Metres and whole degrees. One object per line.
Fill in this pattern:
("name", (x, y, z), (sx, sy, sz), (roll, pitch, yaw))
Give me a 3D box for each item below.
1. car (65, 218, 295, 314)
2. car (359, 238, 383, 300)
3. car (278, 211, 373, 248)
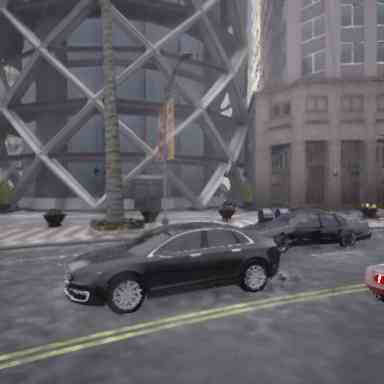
("car", (-0.260, 1.477, 7.490), (4.892, 1.490, 1.837), (0, 0, -26))
("car", (5.671, 1.567, 6.117), (4.718, 1.301, 1.895), (0, 0, -21))
("car", (4.554, 1.489, 13.359), (5.357, 1.411, 2.033), (0, 0, -17))
